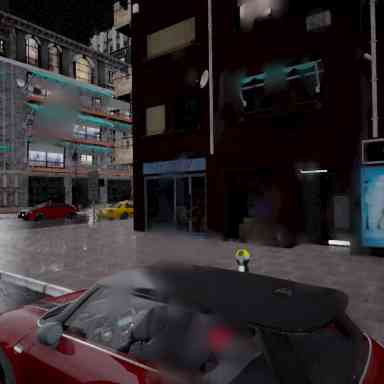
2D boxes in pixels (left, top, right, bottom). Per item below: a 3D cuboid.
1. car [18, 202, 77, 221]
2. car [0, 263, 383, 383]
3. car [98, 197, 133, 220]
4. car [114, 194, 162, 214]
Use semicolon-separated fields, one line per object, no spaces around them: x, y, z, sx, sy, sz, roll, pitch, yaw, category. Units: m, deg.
-11.040;1.452;25.620;1.994;1.385;4.181;-1;0;36;car
-0.356;1.441;3.206;4.097;1.590;1.967;0;-1;36;car
-4.618;1.283;24.563;1.752;1.417;4.829;-1;0;36;car
-5.340;1.154;33.360;2.097;1.767;4.553;-1;0;37;car
